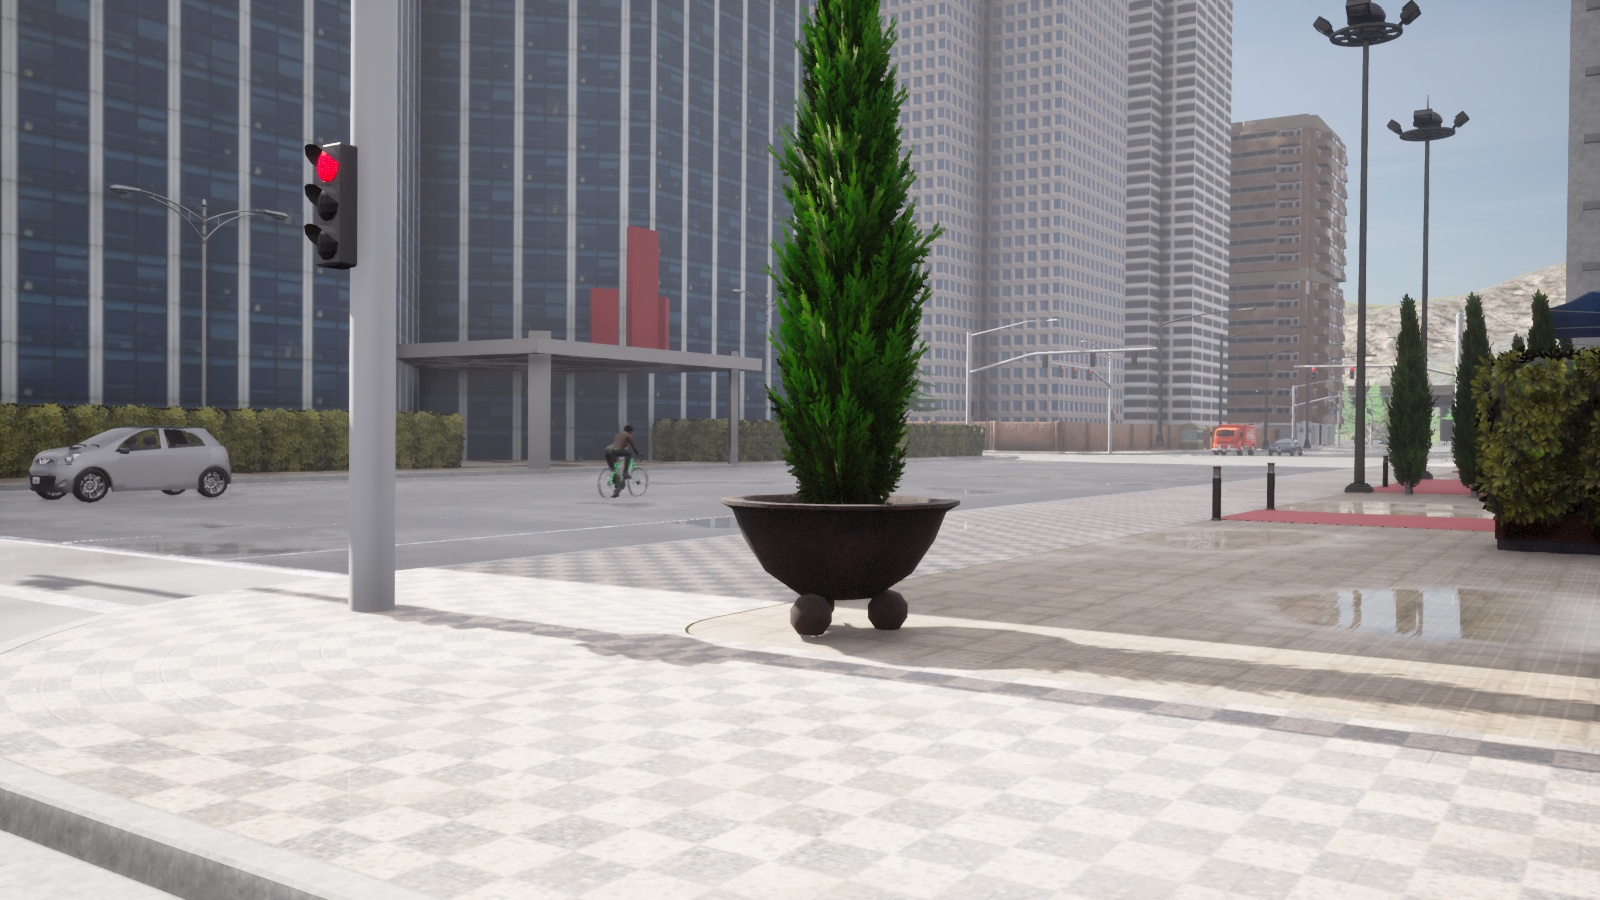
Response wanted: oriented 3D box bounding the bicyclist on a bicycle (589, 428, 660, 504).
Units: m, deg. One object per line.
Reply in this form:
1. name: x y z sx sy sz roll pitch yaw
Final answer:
1. bicyclist on a bicycle: -3.847 0.342 27.636 0.582 1.620 1.656 0 1 33

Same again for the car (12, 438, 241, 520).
1. car: -13.586 0.520 25.495 1.845 1.501 3.633 0 1 33
